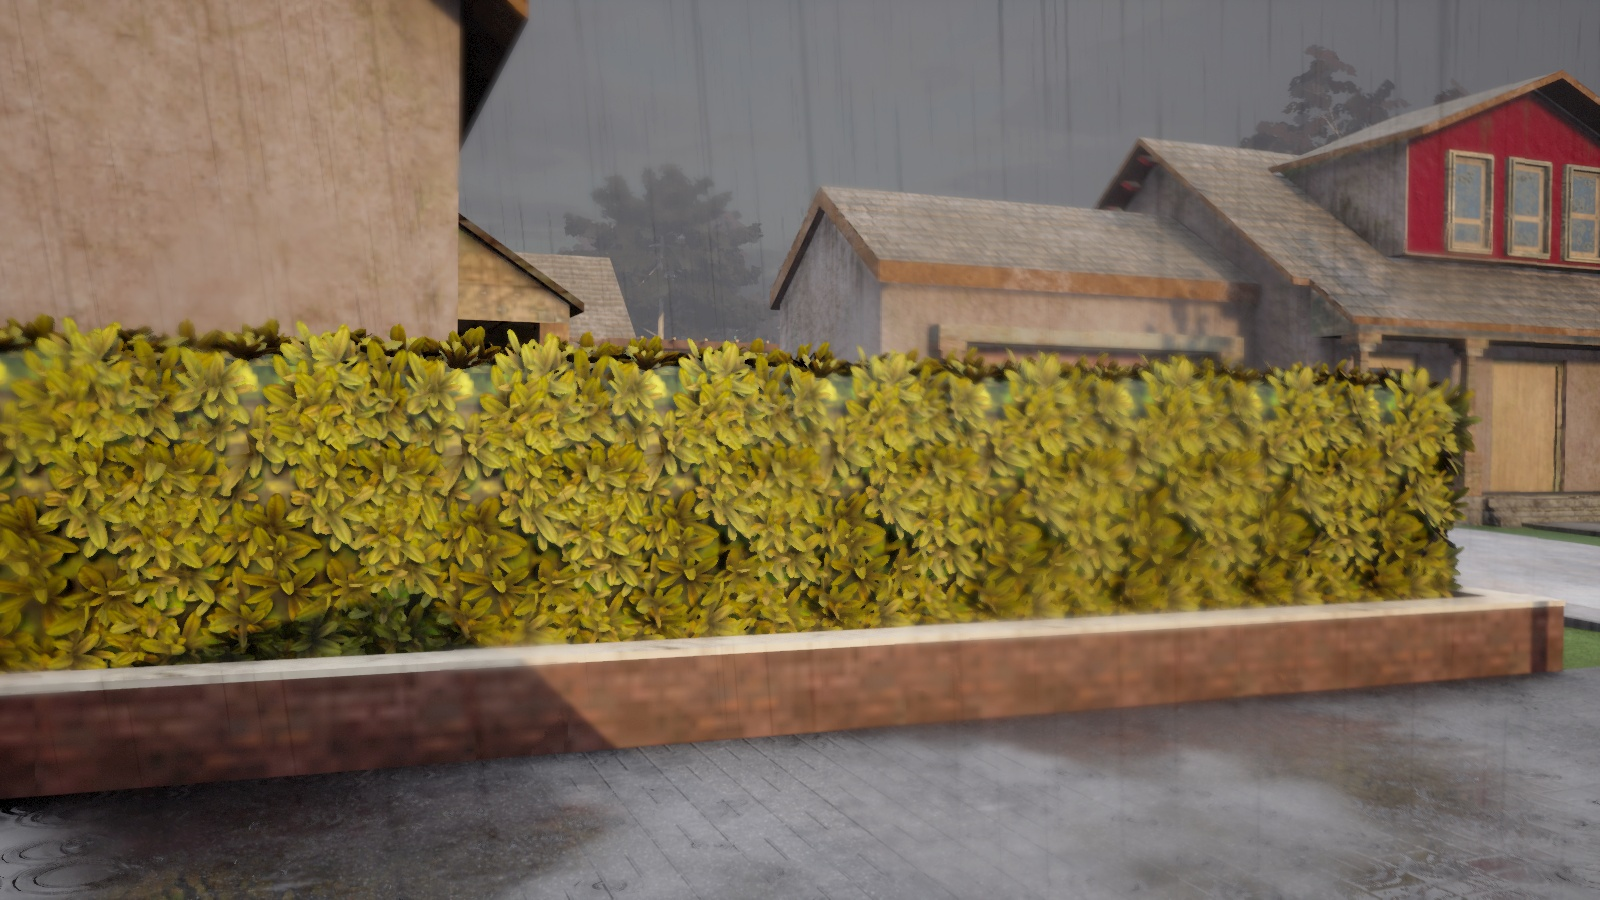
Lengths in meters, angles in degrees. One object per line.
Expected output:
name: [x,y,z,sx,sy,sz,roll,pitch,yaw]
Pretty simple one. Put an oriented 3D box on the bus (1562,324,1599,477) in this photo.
bus: [25.423,-1.369,31.843,3.944,4.253,10.273,-1,1,-19]
